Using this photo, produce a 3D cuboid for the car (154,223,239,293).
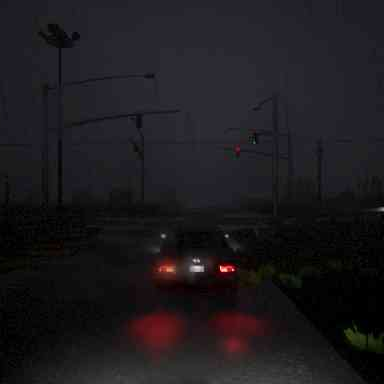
[{"bbox_3d":[0.090,1.547,8.996,2.033,1.411,5.357,0,0,0],"label":"car"}]
